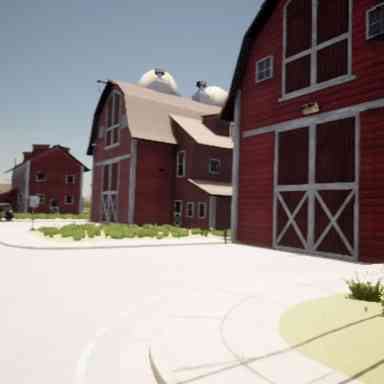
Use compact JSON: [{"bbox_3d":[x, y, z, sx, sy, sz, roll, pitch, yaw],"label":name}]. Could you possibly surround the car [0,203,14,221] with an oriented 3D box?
[{"bbox_3d":[-21.015,2.158,35.453,3.866,1.878,1.905,0,2,12],"label":"car"}]
